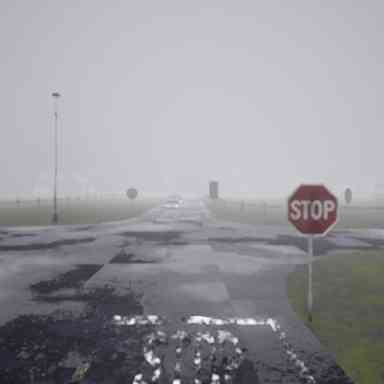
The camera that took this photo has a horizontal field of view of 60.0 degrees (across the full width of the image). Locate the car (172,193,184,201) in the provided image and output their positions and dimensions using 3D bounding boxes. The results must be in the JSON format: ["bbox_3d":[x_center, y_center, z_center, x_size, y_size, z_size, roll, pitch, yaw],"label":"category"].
[{"bbox_3d":[-2.740,1.005,66.605,2.033,1.411,5.357,0,0,0],"label":"car"}]

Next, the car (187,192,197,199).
[{"bbox_3d":[0.010,0.785,72.437,1.994,1.385,4.181,0,0,0],"label":"car"}]

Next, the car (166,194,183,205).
[{"bbox_3d":[-2.832,1.144,49.412,2.033,1.411,5.357,0,1,0],"label":"car"}]

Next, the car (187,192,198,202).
[{"bbox_3d":[0.056,1.014,62.242,1.812,1.442,4.674,0,1,2],"label":"car"}]
